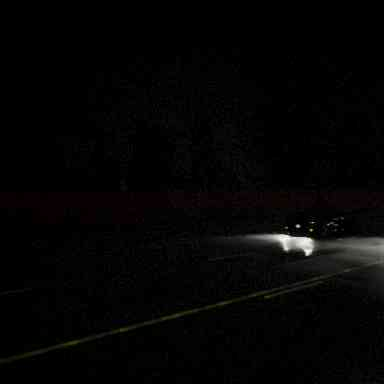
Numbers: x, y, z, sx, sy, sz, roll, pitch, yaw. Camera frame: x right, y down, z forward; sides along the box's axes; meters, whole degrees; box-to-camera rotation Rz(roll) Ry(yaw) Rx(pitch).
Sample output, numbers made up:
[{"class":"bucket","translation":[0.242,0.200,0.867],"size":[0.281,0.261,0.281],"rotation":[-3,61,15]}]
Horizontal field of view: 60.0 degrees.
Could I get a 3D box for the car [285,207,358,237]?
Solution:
[{"class":"car","translation":[6.798,1.467,17.410],"size":[4.181,1.385,1.994],"rotation":[0,0,-35]}]
